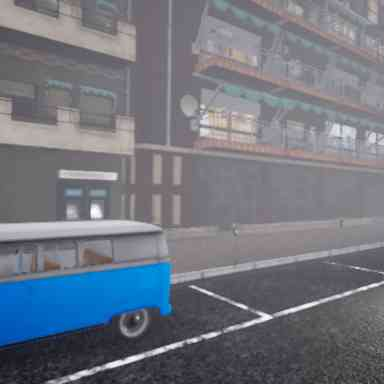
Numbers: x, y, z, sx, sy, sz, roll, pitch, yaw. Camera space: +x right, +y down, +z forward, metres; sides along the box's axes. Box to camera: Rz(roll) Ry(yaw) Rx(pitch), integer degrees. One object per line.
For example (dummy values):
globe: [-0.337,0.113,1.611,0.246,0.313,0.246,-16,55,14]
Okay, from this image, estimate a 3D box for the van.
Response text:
van: [-2.234,1.353,4.959,3.998,1.788,1.690,1,0,-36]
